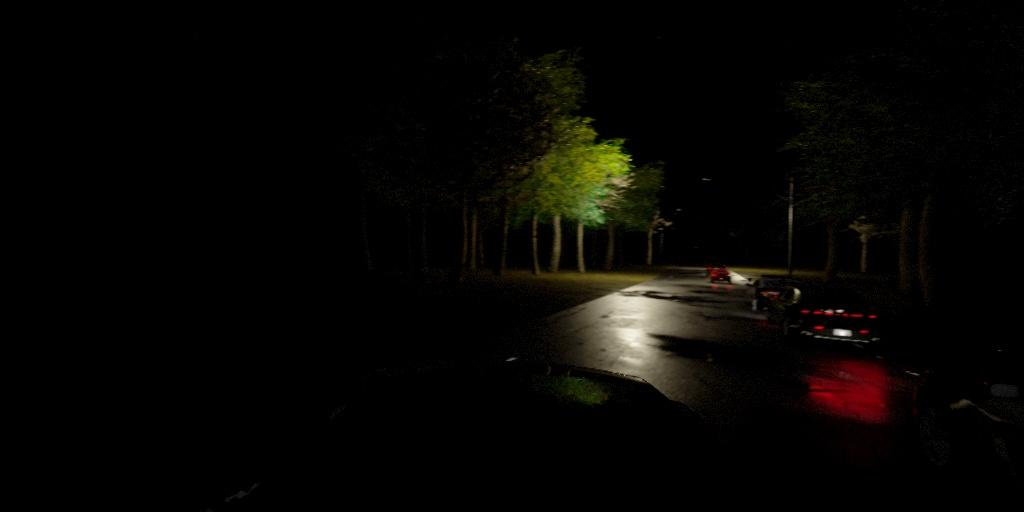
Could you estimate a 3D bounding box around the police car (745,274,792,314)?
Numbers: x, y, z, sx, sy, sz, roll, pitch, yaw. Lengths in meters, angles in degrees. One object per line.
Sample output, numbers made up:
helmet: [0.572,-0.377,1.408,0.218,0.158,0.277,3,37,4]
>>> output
police car: [11.741,1.641,16.023,1.930,1.638,5.238,1,0,28]

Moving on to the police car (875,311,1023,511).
police car: [4.349,1.309,1.836,1.930,1.638,5.238,1,-1,28]

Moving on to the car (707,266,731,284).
car: [21.836,2.066,37.577,1.812,1.442,4.674,1,0,28]

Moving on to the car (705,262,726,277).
car: [27.226,1.793,47.986,2.150,2.045,5.566,1,1,28]

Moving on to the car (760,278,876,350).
car: [8.915,1.607,10.603,1.837,1.490,4.892,1,0,28]
